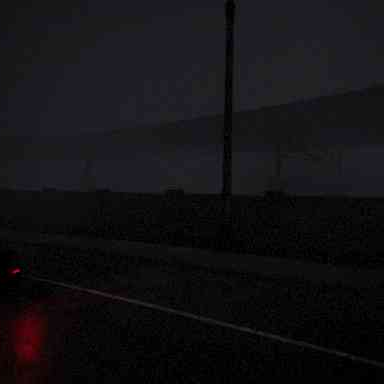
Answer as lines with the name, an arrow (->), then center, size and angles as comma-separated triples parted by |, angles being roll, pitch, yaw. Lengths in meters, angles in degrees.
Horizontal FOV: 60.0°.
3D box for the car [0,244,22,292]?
car -> -5.732, 1.491, 7.406 | 4.674, 1.442, 1.812 | 0, 0, 31
